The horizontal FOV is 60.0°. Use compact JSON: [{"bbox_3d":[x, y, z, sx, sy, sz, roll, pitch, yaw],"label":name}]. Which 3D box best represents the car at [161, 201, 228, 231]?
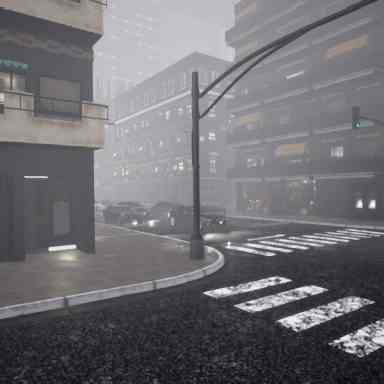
[{"bbox_3d":[0.258,1.534,21.201,1.837,1.490,4.892,-1,1,-36],"label":"car"}]

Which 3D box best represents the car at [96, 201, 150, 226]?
[{"bbox_3d":[-5.191,1.632,24.519,1.947,1.339,4.313,-1,1,-36],"label":"car"}]

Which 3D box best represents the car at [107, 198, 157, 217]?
[{"bbox_3d":[-5.309,1.540,28.879,1.837,1.490,4.892,-1,1,-36],"label":"car"}]

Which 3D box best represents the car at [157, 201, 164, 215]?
[{"bbox_3d":[-2.296,1.521,29.751,1.812,1.442,4.674,-1,1,-36],"label":"car"}]

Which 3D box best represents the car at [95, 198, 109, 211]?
[{"bbox_3d":[-11.356,1.568,37.237,1.812,1.442,4.674,-1,1,-36],"label":"car"}]

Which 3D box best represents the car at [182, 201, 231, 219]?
[{"bbox_3d":[1.189,1.512,29.144,2.008,1.369,4.403,-1,1,-36],"label":"car"}]
